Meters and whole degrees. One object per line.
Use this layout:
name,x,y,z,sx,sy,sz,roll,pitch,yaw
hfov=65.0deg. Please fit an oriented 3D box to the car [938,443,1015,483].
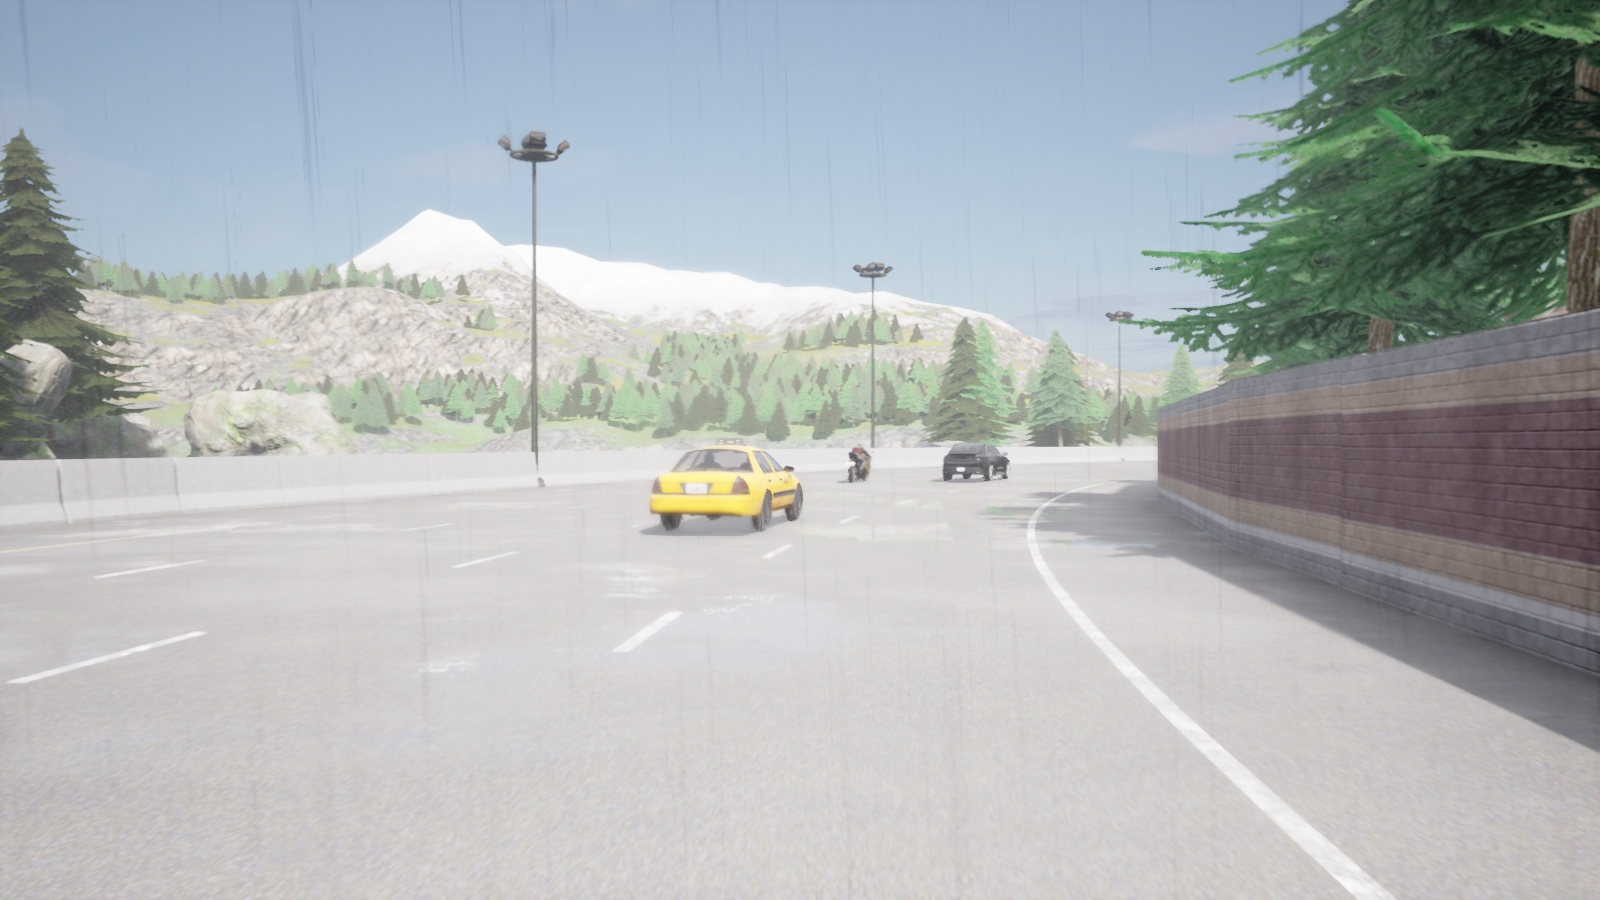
car,7.093,0.478,50.001,1.837,1.490,4.892,0,0,23

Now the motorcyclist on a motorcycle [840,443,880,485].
motorcyclist on a motorcycle,2.281,0.516,47.579,0.866,1.530,2.191,1,1,21

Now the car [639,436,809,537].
car,-1.192,0.556,22.534,1.801,1.575,5.366,0,0,11
